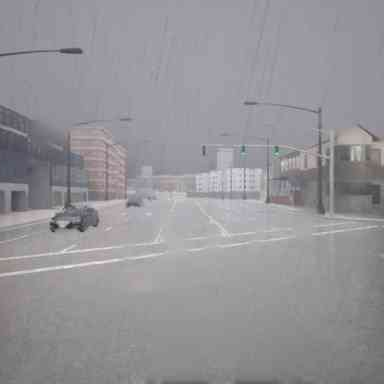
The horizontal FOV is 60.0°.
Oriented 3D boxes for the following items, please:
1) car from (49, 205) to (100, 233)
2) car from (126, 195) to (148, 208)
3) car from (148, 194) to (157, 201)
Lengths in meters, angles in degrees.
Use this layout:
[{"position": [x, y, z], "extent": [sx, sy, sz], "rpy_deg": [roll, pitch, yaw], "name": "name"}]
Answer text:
[{"position": [-6.944, 1.548, 20.101], "extent": [2.128, 1.511, 4.902], "rpy_deg": [0, 0, -2], "name": "car"}, {"position": [-7.674, 1.369, 45.072], "extent": [2.033, 1.411, 5.357], "rpy_deg": [0, 1, -2], "name": "car"}, {"position": [-8.407, 1.074, 70.120], "extent": [1.812, 1.442, 4.674], "rpy_deg": [0, 0, -2], "name": "car"}]
